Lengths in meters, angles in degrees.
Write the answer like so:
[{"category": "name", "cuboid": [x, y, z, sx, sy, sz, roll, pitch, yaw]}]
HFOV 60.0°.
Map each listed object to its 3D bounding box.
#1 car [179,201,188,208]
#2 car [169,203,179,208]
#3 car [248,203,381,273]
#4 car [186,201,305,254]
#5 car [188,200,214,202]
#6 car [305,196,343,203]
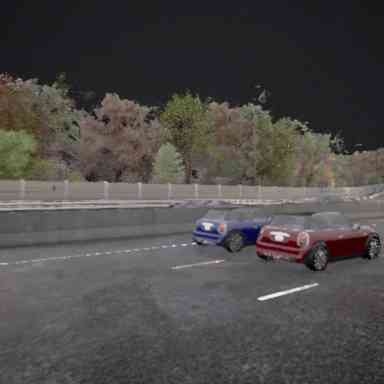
[{"category": "car", "cuboid": [1.432, 1.617, 35.091, 4.892, 1.490, 1.837, 1, -1, -35]}, {"category": "car", "cuboid": [-0.617, 1.675, 37.926, 4.181, 1.385, 1.994, 1, 0, -35]}, {"category": "car", "cuboid": [4.330, 1.399, 11.133, 4.553, 1.767, 2.097, 0, 0, -35]}, {"category": "car", "cuboid": [2.323, 1.399, 13.999, 4.553, 1.767, 2.097, 0, 0, -35]}, {"category": "car", "cuboid": [2.374, 1.609, 31.467, 4.892, 1.490, 1.837, 1, -1, -35]}, {"category": "car", "cuboid": [13.825, 1.395, 35.320, 5.566, 2.045, 2.150, 1, 0, -35]}]
